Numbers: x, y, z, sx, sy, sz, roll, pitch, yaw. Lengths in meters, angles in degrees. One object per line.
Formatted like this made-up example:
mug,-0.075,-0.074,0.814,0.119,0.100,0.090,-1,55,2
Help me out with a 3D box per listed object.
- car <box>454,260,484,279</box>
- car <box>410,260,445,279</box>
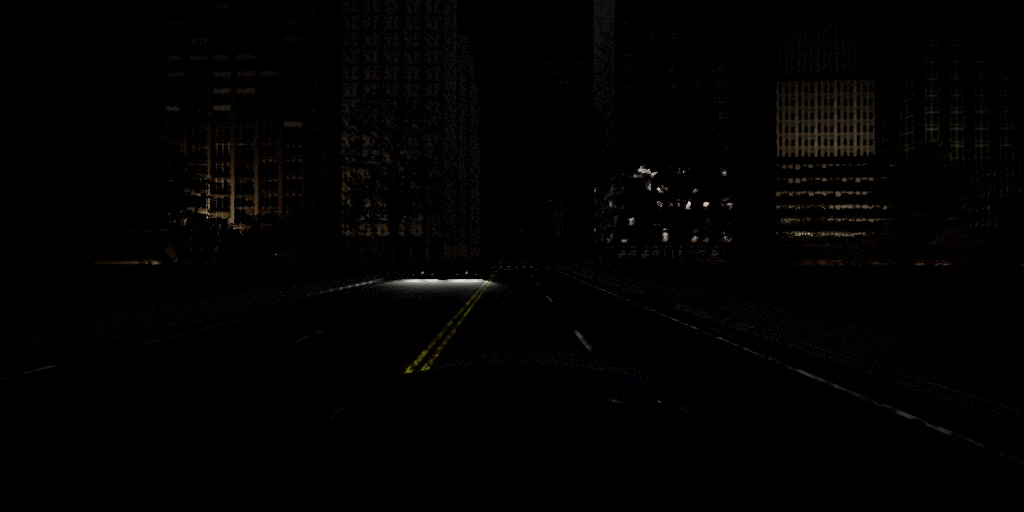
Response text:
car,-3.345,1.033,28.391,1.994,1.385,4.181,0,1,0
car,-6.594,1.033,28.404,1.994,1.385,4.181,0,1,0
